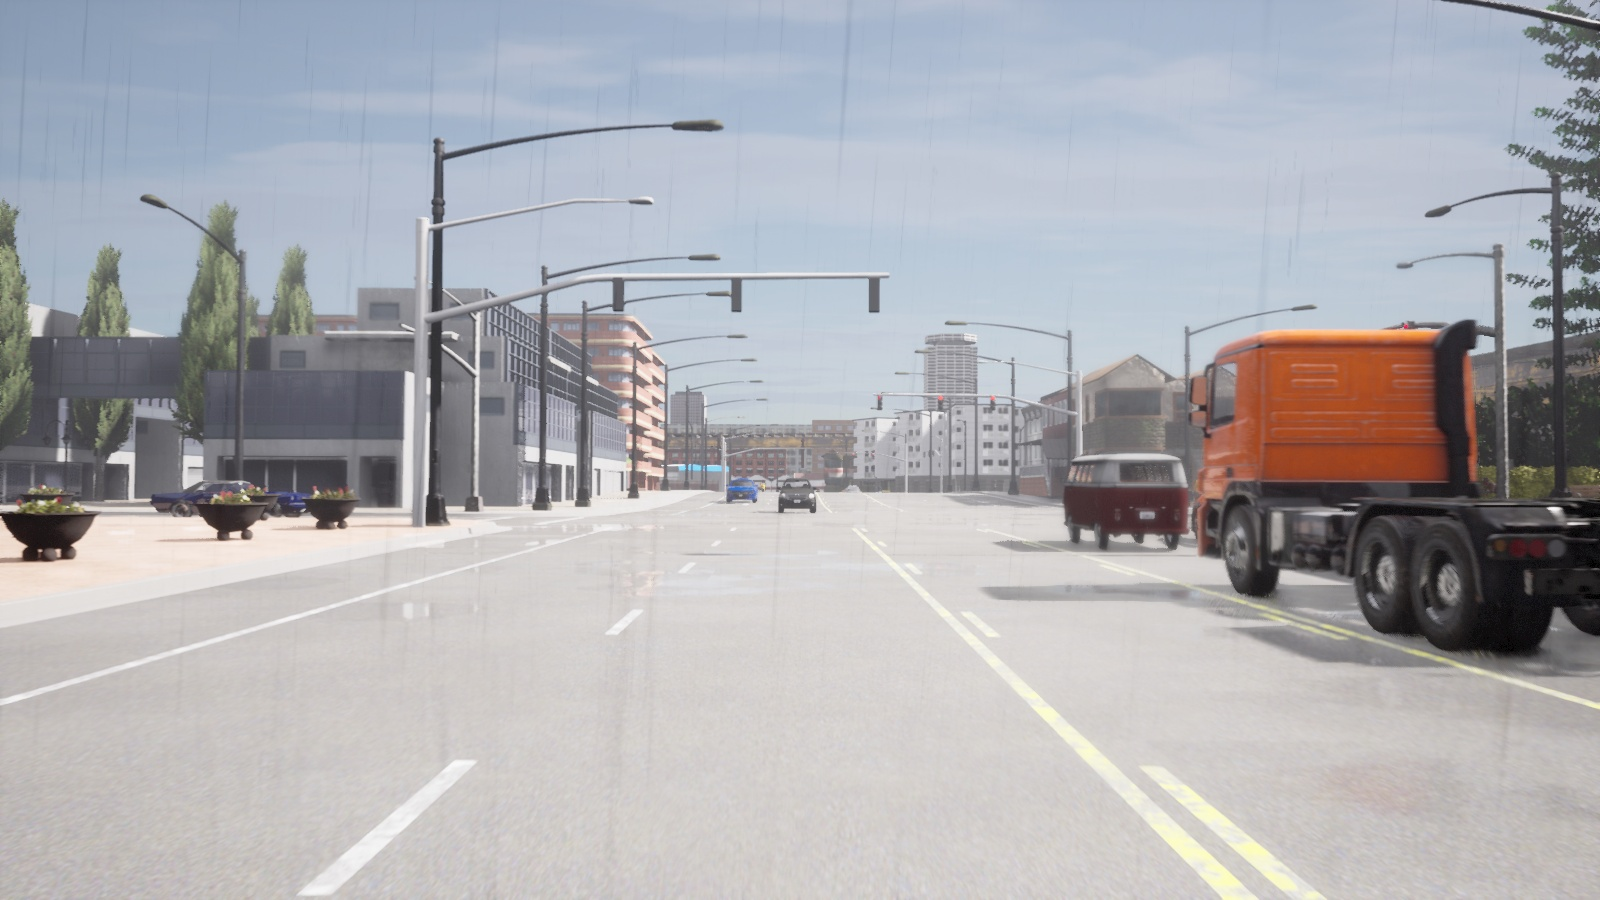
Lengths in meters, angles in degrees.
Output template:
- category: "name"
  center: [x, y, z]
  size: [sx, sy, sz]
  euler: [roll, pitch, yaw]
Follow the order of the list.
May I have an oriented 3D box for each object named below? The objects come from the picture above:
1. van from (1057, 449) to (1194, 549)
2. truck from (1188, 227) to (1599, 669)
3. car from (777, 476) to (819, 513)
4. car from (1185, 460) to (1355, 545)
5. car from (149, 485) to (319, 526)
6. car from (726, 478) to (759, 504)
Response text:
- category: "van"
  center: [6.934, 1.026, 27.211]
  size: [1.775, 1.987, 4.442]
  euler: [0, -1, 0]
- category: "truck"
  center: [6.964, 0.039, 13.816]
  size: [2.891, 3.462, 7.936]
  euler: [0, -1, 0]
- category: "car"
  center: [-0.115, 2.031, 57.497]
  size: [1.851, 1.617, 3.988]
  euler: [0, -2, -1]
- category: "car"
  center: [10.432, 1.138, 28.311]
  size: [2.097, 1.767, 4.553]
  euler: [0, -1, 0]
- category: "car"
  center: [-18.460, 1.798, 41.109]
  size: [4.718, 1.301, 1.895]
  euler: [0, -2, 0]
- category: "car"
  center: [-3.691, 2.634, 80.925]
  size: [1.882, 1.535, 5.008]
  euler: [0, -1, 0]
